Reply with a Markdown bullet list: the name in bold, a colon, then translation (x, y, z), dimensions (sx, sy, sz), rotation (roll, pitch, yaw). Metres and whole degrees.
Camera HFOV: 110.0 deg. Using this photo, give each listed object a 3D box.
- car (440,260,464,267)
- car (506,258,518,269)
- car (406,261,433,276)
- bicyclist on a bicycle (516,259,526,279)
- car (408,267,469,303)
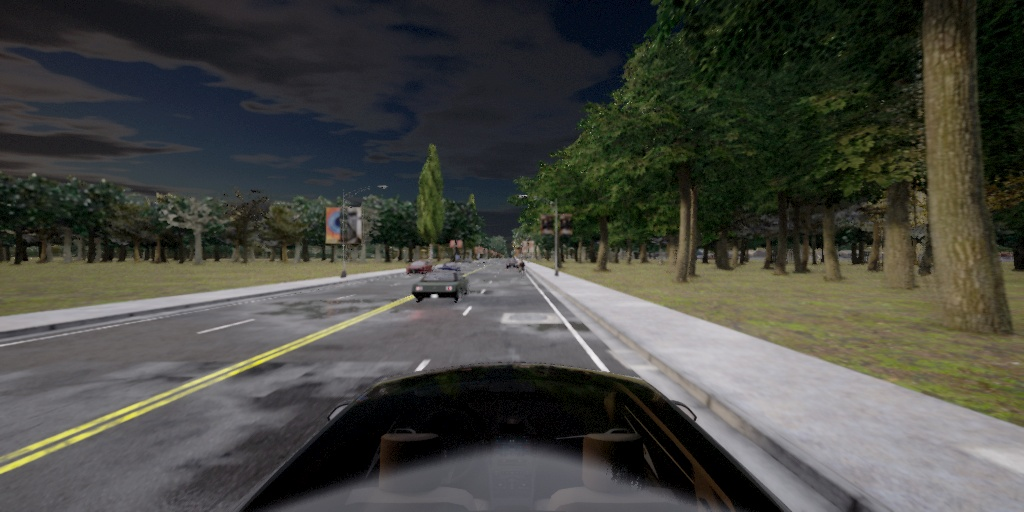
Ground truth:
- **car**: translation (-6.595, 1.356, 37.770), dimensions (1.895, 1.301, 4.718), rotation (0, 0, 0)
- **car**: translation (0.022, 1.360, 56.694), dimensions (1.895, 1.301, 4.718), rotation (0, 0, 1)
- **car**: translation (-9.842, 1.233, 38.358), dimensions (1.882, 1.535, 5.008), rotation (0, 0, 0)
- **bicyclist on a bicycle**: translation (0.892, 1.124, 31.187), dimensions (0.659, 1.776, 1.843), rotation (0, 1, 0)
- **car**: translation (-3.152, 1.352, 16.808), dimensions (1.895, 1.301, 4.718), rotation (0, 0, 0)
